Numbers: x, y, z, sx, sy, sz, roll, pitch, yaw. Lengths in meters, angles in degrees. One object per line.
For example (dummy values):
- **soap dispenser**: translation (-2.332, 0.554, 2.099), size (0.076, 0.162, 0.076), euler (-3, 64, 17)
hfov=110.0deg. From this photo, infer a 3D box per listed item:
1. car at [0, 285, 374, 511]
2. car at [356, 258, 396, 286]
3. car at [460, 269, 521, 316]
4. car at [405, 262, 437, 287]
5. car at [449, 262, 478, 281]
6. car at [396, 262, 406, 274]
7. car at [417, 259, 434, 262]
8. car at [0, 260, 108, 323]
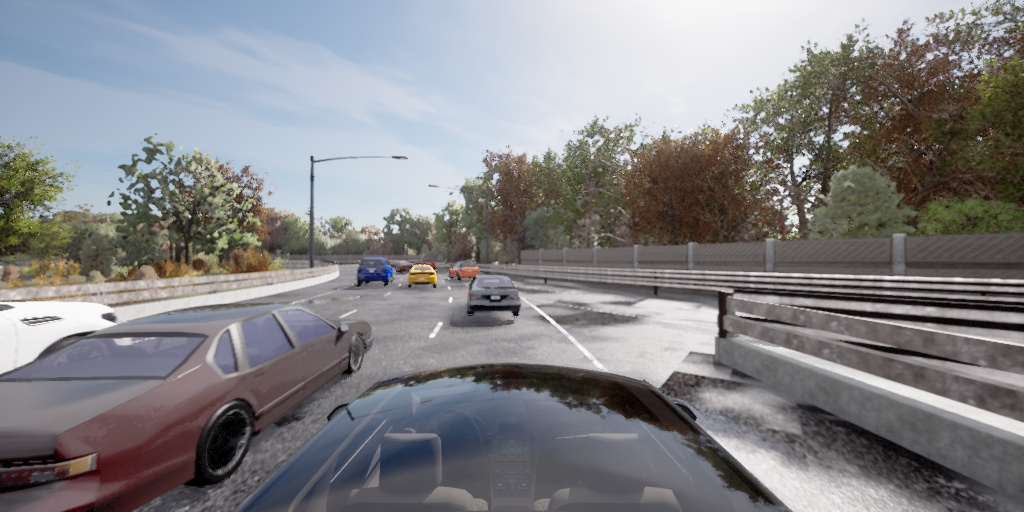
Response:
- **car**: translation (-3.497, 1.322, 4.520), size (2.033, 1.411, 5.357), euler (0, 0, -3)
- **car**: translation (-10.389, 1.187, 27.436), size (2.150, 2.045, 5.566), euler (0, 0, -14)
- **car**: translation (-0.805, 1.391, 13.824), size (2.033, 1.411, 5.357), euler (0, -1, -6)
- **car**: translation (-6.660, 1.436, 26.707), size (1.882, 1.535, 5.008), euler (0, -1, -13)
- **car**: translation (-4.536, 1.367, 33.706), size (2.097, 1.767, 4.553), euler (0, -1, -22)
- **car**: translation (-14.744, 1.624, 49.174), size (1.882, 1.535, 5.008), euler (0, -1, -26)
- **car**: translation (-12.982, 1.402, 53.272), size (2.150, 2.045, 5.566), euler (0, -1, -27)
- **car**: translation (-6.960, 0.985, 3.142), size (2.150, 2.045, 5.566), euler (0, -1, -1)
